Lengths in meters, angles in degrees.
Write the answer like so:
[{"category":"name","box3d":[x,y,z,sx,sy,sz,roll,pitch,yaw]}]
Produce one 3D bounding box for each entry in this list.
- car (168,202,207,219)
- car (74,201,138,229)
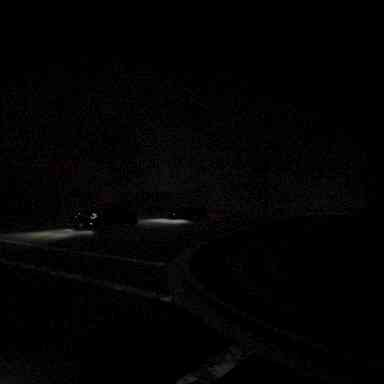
[{"category":"car","box3d":[-0.304,1.729,31.494,1.812,1.442,4.674,-1,0,34]},{"category":"car","box3d":[-5.892,1.554,23.221,2.097,1.767,4.553,-1,0,34]}]
